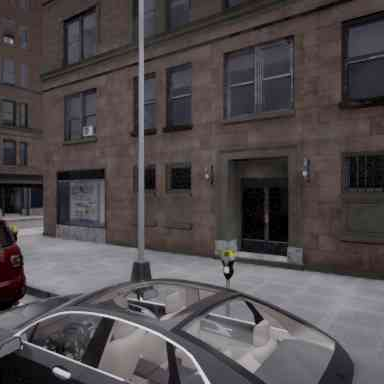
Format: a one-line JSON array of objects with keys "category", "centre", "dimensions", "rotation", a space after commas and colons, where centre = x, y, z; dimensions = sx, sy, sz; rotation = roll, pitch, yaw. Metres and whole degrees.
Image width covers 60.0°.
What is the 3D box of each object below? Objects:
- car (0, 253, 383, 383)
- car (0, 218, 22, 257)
[{"category": "car", "centre": [-0.515, 1.551, 3.150], "dimensions": [4.403, 1.369, 2.008], "rotation": [0, 0, 34]}, {"category": "car", "centre": [-5.209, 1.315, 6.352], "dimensions": [5.009, 1.841, 2.192], "rotation": [0, 0, 34]}]
